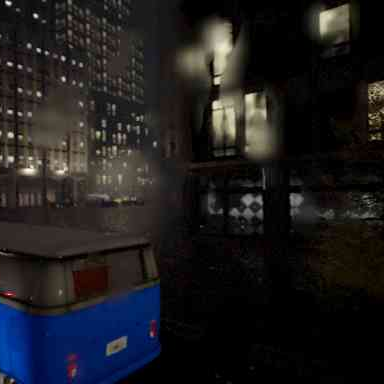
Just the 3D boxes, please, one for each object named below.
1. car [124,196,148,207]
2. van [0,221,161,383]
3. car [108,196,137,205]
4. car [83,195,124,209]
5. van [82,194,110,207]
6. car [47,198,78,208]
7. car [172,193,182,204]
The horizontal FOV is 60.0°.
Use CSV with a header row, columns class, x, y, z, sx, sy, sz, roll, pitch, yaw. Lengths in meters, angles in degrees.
class,x,y,z,sx,sy,sz,roll,pitch,yaw
car,-7.986,1.347,46.459,2.008,1.369,4.403,-1,0,36
van,-2.282,1.357,4.517,3.998,1.788,1.690,0,-1,36
car,-11.539,1.424,55.790,1.752,1.417,4.829,-1,0,36
car,-11.316,1.384,41.909,1.887,1.381,4.507,-1,0,36
van,-14.772,1.282,51.376,1.690,1.788,3.998,-1,0,36
car,-18.101,1.549,46.825,1.947,1.339,4.313,-1,0,36
car,-1.329,1.025,55.557,2.192,1.841,5.009,-1,0,36
